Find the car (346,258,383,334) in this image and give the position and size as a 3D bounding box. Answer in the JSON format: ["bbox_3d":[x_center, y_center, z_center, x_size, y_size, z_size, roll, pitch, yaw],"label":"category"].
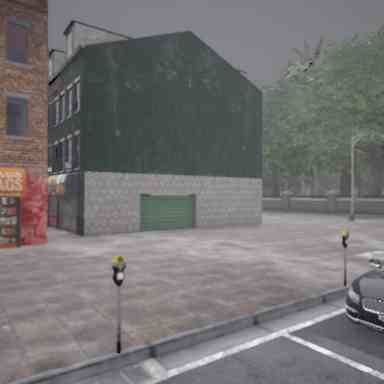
[{"bbox_3d":[4.542,1.596,6.052,4.403,1.369,2.008,0,0,-36],"label":"car"}]
